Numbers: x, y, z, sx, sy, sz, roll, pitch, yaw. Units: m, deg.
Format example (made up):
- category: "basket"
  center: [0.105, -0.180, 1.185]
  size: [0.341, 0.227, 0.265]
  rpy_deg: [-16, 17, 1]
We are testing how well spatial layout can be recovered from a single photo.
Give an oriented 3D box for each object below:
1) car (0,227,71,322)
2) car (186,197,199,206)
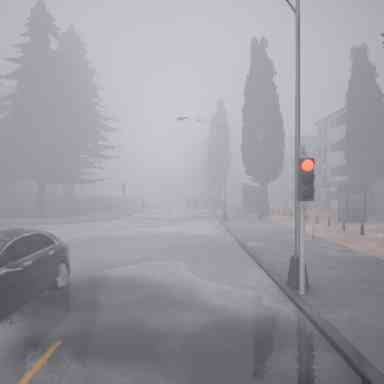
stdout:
- category: "car"
  center: [-3.882, 1.505, 6.205]
  size: [1.837, 1.490, 4.892]
  rpy_deg: [1, 0, 1]
- category: "car"
  center: [0.060, 1.477, 53.118]
  size: [1.882, 1.535, 5.008]
  rpy_deg: [0, 0, 0]
